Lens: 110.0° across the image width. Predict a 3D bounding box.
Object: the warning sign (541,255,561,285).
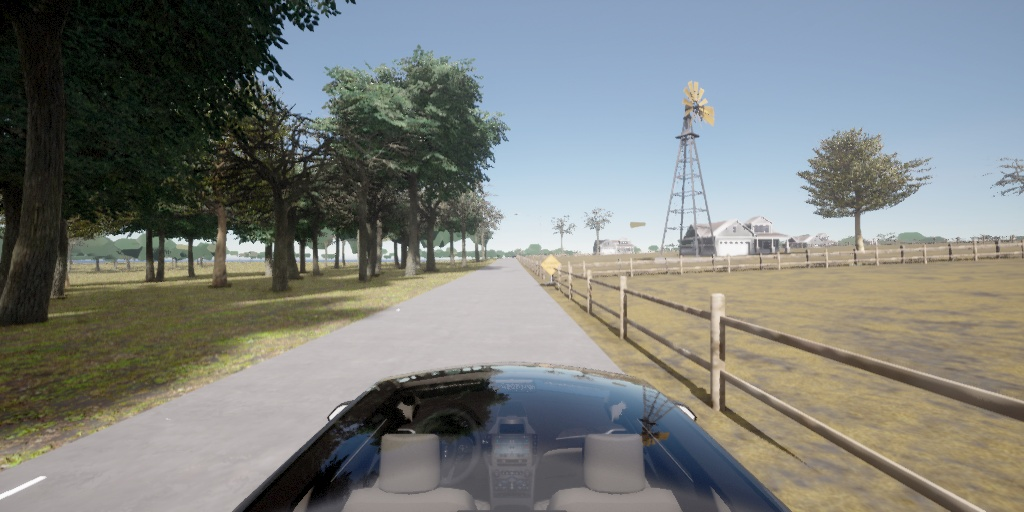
[{"bbox_3d":[2.450,0.842,22.313,1.300,1.860,1.060,0,0,0],"label":"warning sign"}]
